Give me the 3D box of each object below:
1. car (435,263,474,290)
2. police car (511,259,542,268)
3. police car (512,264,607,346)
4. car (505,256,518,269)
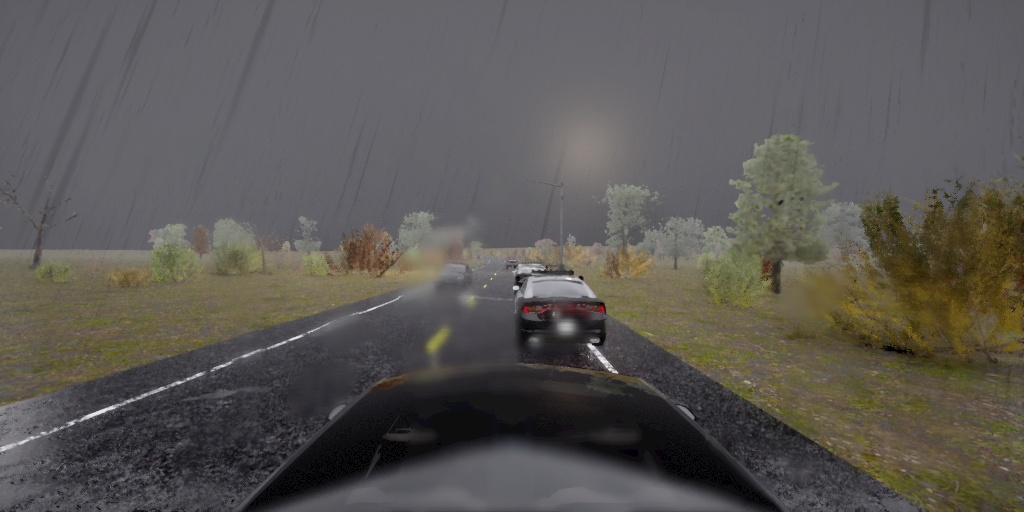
[{"bbox_3d":[-3.501,1.234,22.529,1.837,1.490,4.892,0,0,0],"label":"car"},{"bbox_3d":[1.050,1.159,19.514,1.930,1.638,5.238,0,0,0],"label":"police car"},{"bbox_3d":[1.050,1.170,9.512,1.930,1.638,5.238,0,0,0],"label":"police car"},{"bbox_3d":[0.057,1.166,52.581,1.837,1.490,4.892,0,0,0],"label":"car"}]
